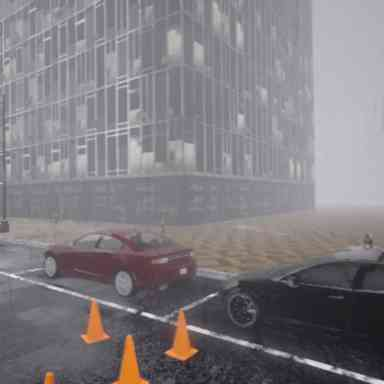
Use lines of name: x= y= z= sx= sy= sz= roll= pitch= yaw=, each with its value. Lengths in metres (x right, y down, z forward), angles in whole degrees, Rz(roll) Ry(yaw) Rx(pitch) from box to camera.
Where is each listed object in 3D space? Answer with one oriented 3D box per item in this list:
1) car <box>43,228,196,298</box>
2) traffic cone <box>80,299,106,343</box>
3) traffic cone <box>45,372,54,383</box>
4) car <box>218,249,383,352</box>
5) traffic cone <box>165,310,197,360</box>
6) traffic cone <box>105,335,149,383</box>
car: x=-2.002 y=1.571 z=8.454 sx=4.507 sy=1.381 sz=1.887 roll=0 pitch=-1 yaw=36
traffic cone: x=-1.522 y=1.972 z=5.191 sx=0.340 sy=0.580 sz=0.340 roll=0 pitch=0 yaw=-37
traffic cone: x=-1.318 y=1.965 z=3.069 sx=0.340 sy=0.580 sz=0.340 roll=0 pitch=0 yaw=36
car: x=2.487 y=1.586 z=5.236 sx=4.313 sy=1.339 sz=1.947 roll=0 pitch=-1 yaw=36
traffic cone: x=-0.153 y=1.971 z=4.694 sx=0.340 sy=0.580 sz=0.340 roll=0 pitch=0 yaw=36
traffic cone: x=-0.735 y=1.968 z=3.881 sx=0.340 sy=0.580 sz=0.340 roll=0 pitch=0 yaw=36
